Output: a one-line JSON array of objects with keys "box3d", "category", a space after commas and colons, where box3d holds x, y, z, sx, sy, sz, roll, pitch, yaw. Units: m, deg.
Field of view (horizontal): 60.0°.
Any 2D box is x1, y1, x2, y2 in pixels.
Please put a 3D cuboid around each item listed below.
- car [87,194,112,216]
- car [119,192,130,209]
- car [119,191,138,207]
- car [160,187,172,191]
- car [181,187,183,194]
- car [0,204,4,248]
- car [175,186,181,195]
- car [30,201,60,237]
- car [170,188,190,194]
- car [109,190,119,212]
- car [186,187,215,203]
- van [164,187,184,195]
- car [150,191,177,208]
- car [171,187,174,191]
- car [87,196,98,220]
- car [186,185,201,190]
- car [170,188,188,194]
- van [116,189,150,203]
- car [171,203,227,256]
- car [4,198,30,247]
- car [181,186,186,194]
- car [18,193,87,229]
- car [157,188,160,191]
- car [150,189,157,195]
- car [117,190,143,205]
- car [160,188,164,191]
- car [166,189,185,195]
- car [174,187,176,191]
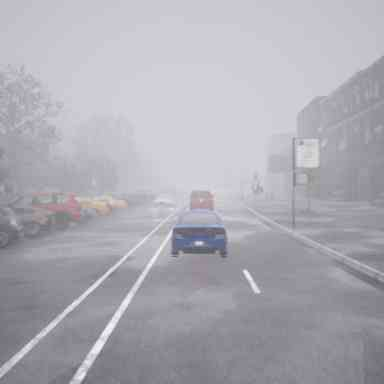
[{"box3d": [-8.919, 1.231, 25.189, 5.008, 1.535, 2.097, -1, 2, -18], "category": "car"}, {"box3d": [-8.842, 1.085, 31.068, 5.366, 1.575, 1.946, -1, 2, -17], "category": "car"}, {"box3d": [-8.512, 1.009, 34.089, 5.008, 1.535, 2.097, -1, 2, -17], "category": "car"}, {"box3d": [-6.680, 0.368, 60.764, 4.892, 1.521, 2.231, -1, 1, -15], "category": "car"}, {"box3d": [-5.230, 0.080, 75.541, 4.674, 1.452, 2.002, -1, 1, -14], "category": "car"}, {"box3d": [-9.340, 1.213, 10.339, 5.566, 2.045, 2.435, -1, 0, -19], "category": "car"}, {"box3d": [-5.873, -0.083, 69.615, 5.566, 2.045, 2.435, -1, 1, -15], "category": "car"}, {"box3d": [-9.250, 1.432, 16.261, 4.792, 1.488, 2.163, -1, 1, -19], "category": "car"}, {"box3d": [-3.298, -0.327, 93.154, 5.366, 1.575, 1.946, -1, 1, -13], "category": "car"}, {"box3d": [-8.831, 1.033, 28.151, 4.553, 1.767, 2.185, -1, 1, -18], "category": "car"}, {"box3d": [0.926, 0.817, 31.034, 2.150, 2.045, 5.566, 0, 2, 3], "category": "car"}, {"box3d": [-4.460, -0.312, 81.469, 4.442, 1.987, 1.878, -1, 1, -14], "category": "van"}, {"box3d": [-3.094, 0.965, 37.281, 1.812, 1.442, 4.674, 0, 1, 3], "category": "car"}, {"box3d": [-6.376, 0.173, 63.718, 4.553, 1.767, 2.185, -1, 2, -15], "category": "car"}, {"box3d": [-9.044, 1.299, 22.223, 4.892, 1.521, 2.231, -1, 1, -18], "category": "car"}, {"box3d": [0.373, -0.354, 77.865, 1.837, 1.490, 4.892, 0, 1, 6], "category": "car"}, {"box3d": [-3.489, -0.225, 90.248, 4.674, 1.452, 2.002, -1, 1, -13], "category": "car"}, {"box3d": [-8.124, 0.565, 42.943, 4.442, 1.987, 1.878, -1, 2, -17], "category": "van"}, {"box3d": [0.284, 1.434, 12.934, 1.882, 1.535, 5.008, 0, 1, 1], "category": "car"}, {"box3d": [-9.272, 1.312, 13.309, 4.553, 1.767, 2.185, -1, 1, -19], "category": "car"}, {"box3d": [-4.725, -0.029, 78.538, 5.366, 1.575, 1.946, -1, 1, -14], "category": "car"}, {"box3d": [-9.165, 1.104, 19.230, 5.566, 2.045, 2.435, -1, 1, -18], "category": "car"}, {"box3d": [-7.579, 0.518, 48.915, 4.553, 1.767, 2.185, -1, 2, -16], "category": "car"}, {"box3d": [-7.824, 0.715, 45.956, 5.008, 1.535, 2.097, -1, 1, -16], "category": "car"}, {"box3d": [-8.369, 0.935, 37.063, 5.008, 1.535, 2.097, -1, 1, -17], "category": "car"}, {"box3d": [-7.387, 0.573, 51.875, 5.008, 1.535, 2.097, -1, 2, -16], "category": "car"}, {"box3d": [-4.219, -0.104, 84.392, 4.674, 1.452, 2.002, -1, 1, -13], "category": "car"}, {"box3d": [-6.133, 0.273, 66.679, 4.674, 1.452, 2.002, -1, 1, -15], "category": "car"}]
